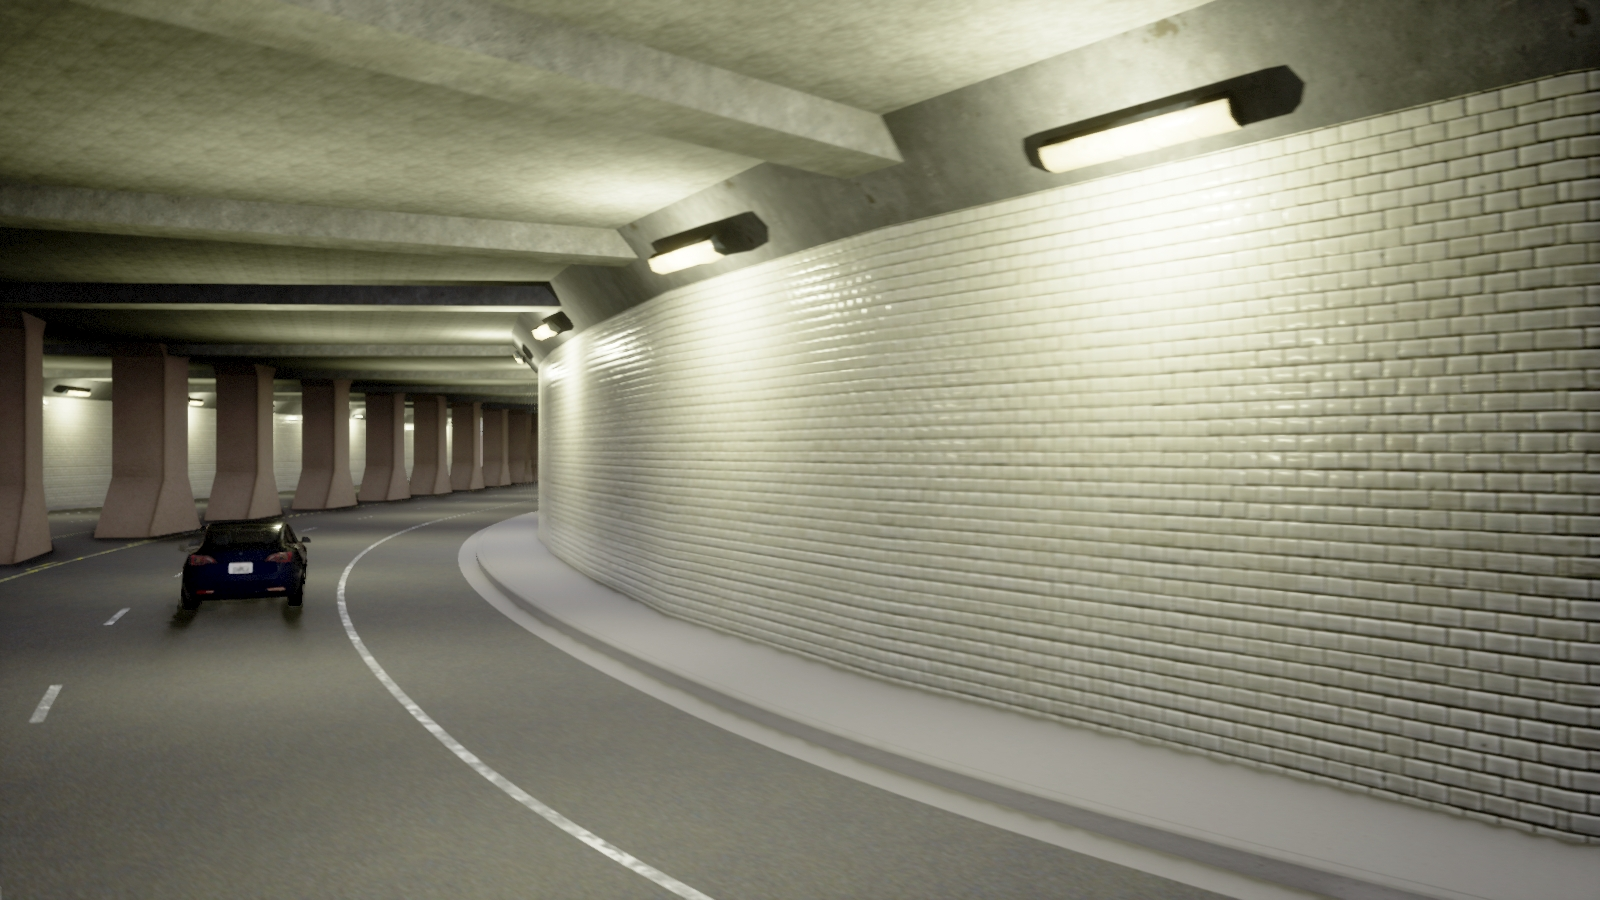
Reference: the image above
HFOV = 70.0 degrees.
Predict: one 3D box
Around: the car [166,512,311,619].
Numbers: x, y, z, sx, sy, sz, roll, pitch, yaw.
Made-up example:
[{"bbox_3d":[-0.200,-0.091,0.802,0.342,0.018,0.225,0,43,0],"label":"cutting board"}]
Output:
[{"bbox_3d":[-10.482,2.067,21.679,2.163,1.488,4.792,0,0,-22],"label":"car"}]
